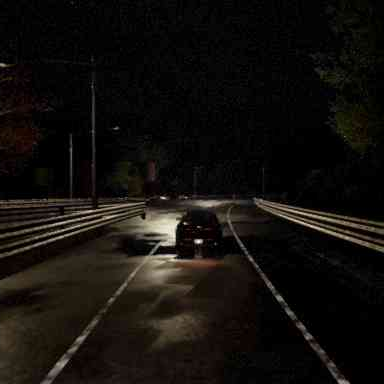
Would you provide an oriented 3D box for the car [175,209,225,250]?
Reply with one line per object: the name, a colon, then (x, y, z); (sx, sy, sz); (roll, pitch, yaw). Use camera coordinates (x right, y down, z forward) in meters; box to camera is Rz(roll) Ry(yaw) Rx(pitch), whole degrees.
car: (0.352, 1.511, 14.308); (1.837, 1.490, 4.892); (0, 0, 3)
